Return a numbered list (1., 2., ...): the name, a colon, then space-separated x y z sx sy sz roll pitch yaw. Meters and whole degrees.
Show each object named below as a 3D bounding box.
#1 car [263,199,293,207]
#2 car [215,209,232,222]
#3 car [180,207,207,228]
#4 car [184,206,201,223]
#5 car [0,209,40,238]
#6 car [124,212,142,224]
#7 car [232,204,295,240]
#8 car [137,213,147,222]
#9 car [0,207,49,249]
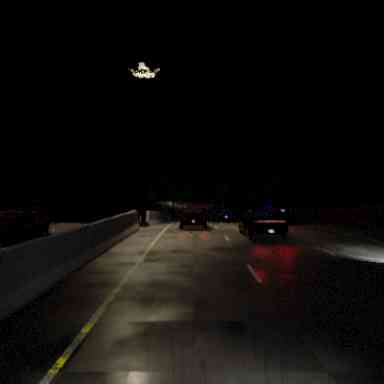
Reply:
1. car: 7.091 1.696 28.590 2.150 2.045 5.566 0 -3 0
2. car: 3.588 2.622 37.165 1.812 1.442 4.674 0 -5 0
3. car: 0.092 1.779 23.769 1.812 1.442 4.674 0 -2 0
4. car: 0.086 3.195 45.726 2.150 2.045 5.566 0 -6 0
5. car: -10.605 1.712 18.700 1.895 1.301 4.718 0 -1 0
6. car: -10.549 4.763 59.985 2.150 2.045 5.566 0 -6 1
7. car: 3.594 1.584 17.480 2.128 1.511 4.902 0 -1 0
8. car: -7.083 4.163 53.310 2.097 1.767 4.553 0 -6 0
9. car: -7.104 1.531 12.364 1.882 1.535 5.008 0 0 0
